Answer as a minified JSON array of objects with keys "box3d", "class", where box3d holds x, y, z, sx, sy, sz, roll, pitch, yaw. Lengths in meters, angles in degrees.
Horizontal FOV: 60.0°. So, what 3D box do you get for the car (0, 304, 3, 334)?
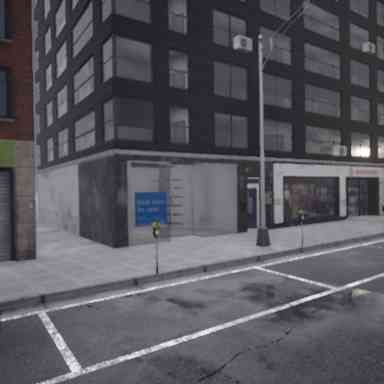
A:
[{"box3d":[-4.435,1.617,3.529,4.206,1.307,1.802,-2,1,-34],"class":"car"}]
